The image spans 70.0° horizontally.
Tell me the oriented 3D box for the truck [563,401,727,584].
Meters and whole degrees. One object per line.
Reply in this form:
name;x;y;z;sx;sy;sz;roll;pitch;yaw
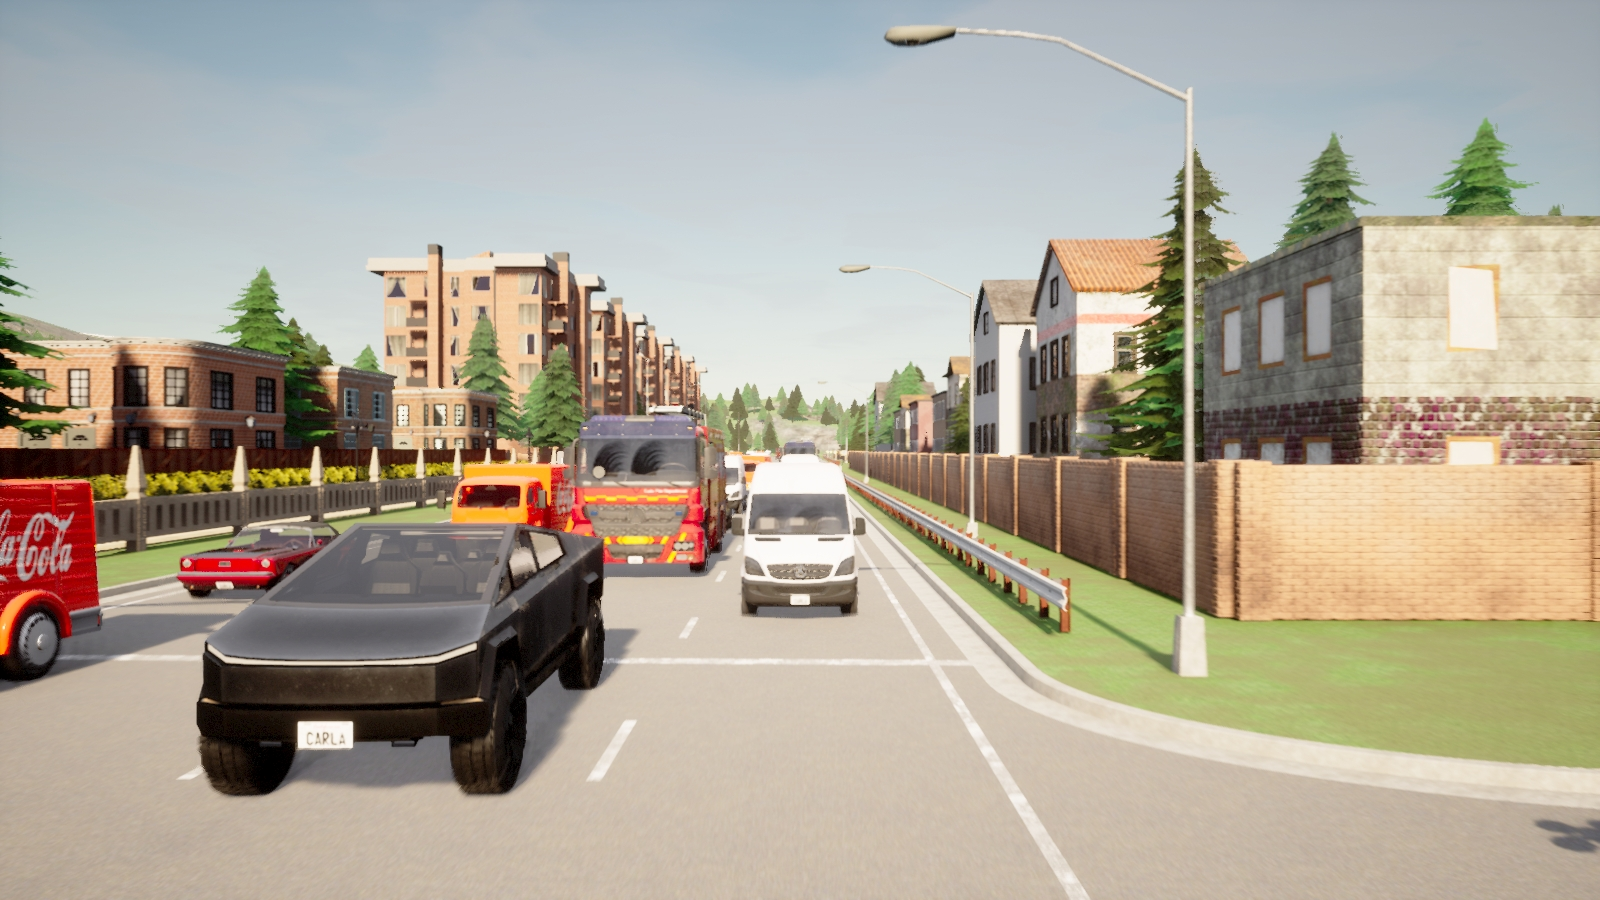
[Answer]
truck;-3.498;0.890;28.069;2.891;3.827;8.468;0;0;0

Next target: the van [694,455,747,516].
van;-3.497;1.534;51.461;1.988;2.561;5.915;0;0;0

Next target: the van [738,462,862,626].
van;-0.033;1.534;21.286;1.988;2.561;5.915;0;0;-1

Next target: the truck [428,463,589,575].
truck;-7.000;1.571;28.121;2.627;2.467;5.204;0;0;0

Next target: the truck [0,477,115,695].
truck;-10.507;1.574;12.726;2.627;2.467;5.204;0;0;0

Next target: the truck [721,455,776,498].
truck;-3.083;1.570;69.232;2.627;2.467;5.204;0;0;5

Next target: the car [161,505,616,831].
car;-3.531;1.753;11.546;2.390;2.098;6.274;0;0;0

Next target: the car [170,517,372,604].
car;-10.500;2.155;23.114;1.895;1.301;4.718;0;0;0
